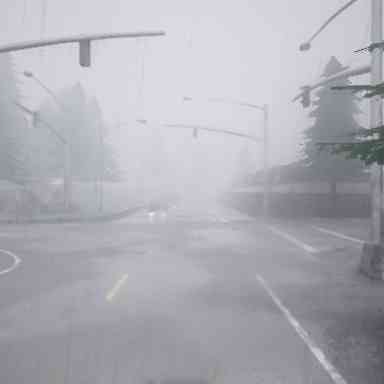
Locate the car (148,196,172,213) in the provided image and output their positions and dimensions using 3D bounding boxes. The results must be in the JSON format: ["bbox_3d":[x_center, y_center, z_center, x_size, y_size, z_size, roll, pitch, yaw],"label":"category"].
[{"bbox_3d":[-3.595,1.493,36.138,1.994,1.385,4.181,0,0,0],"label":"car"}]

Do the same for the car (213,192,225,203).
[{"bbox_3d":[6.916,1.079,65.101,5.566,2.045,2.150,0,0,-22],"label":"car"}]

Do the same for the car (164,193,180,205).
[{"bbox_3d":[-3.395,1.112,55.914,2.150,2.045,5.566,0,0,6],"label":"car"}]
